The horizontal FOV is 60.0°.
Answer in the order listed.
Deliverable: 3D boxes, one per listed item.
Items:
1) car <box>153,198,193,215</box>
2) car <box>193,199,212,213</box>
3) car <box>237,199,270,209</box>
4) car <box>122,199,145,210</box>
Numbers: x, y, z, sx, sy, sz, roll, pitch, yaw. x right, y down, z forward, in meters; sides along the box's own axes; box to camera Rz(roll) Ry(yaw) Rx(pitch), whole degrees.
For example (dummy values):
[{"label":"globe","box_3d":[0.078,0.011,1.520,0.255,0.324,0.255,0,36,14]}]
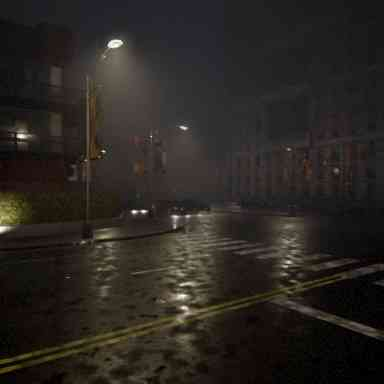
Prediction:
[{"label":"car","box_3d":[-2.351,1.505,34.617,1.837,1.490,4.892,0,0,-35]},{"label":"car","box_3d":[0.172,1.477,37.119,1.882,1.535,5.008,0,0,-35]},{"label":"car","box_3d":[8.390,1.600,45.702,1.895,1.301,4.718,0,0,-35]},{"label":"car","box_3d":[-7.623,1.564,42.206,1.994,1.385,4.181,0,0,-35]}]
